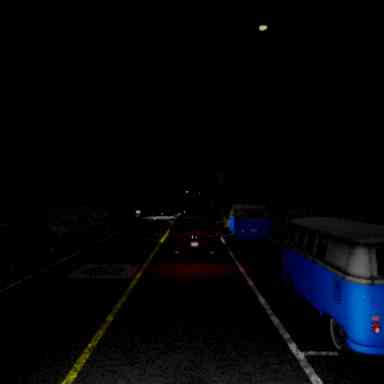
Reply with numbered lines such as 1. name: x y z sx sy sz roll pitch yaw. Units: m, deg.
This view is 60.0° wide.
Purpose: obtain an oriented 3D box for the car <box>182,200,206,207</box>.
1. car: 0.118 1.843 33.646 1.837 1.490 4.892 0 -1 0

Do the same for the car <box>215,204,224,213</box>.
1. car: 2.778 1.749 22.295 1.752 1.417 4.829 0 -1 0

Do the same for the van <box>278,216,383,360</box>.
1. van: 2.768 1.401 5.887 1.690 1.788 3.998 0 -1 0

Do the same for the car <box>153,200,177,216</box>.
1. car: -3.072 1.922 37.207 2.033 1.411 5.357 0 -1 0

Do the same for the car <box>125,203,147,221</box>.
1. car: -5.741 1.860 30.777 2.008 1.369 4.403 0 -1 0

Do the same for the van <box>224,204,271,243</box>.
1. van: 2.775 1.508 16.714 1.690 1.788 3.998 0 -1 0

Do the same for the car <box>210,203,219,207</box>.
1. car: 2.782 1.842 27.537 1.947 1.339 4.313 0 -1 0

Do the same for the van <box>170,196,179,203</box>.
1. van: -5.459 2.324 94.876 1.690 1.788 3.998 0 -1 1

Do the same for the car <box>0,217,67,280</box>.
1. car: -5.755 1.669 10.327 1.947 1.339 4.313 0 -1 0

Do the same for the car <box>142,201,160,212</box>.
1. car: -5.731 2.028 47.109 2.008 1.369 4.403 0 -1 0

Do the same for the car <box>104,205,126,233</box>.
1. car: -5.748 1.760 20.905 2.008 1.369 4.403 0 -1 0

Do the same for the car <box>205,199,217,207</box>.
1. car: 2.791 1.976 42.108 2.008 1.369 4.403 0 -1 0

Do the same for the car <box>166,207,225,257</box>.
1. car: 0.098 1.613 13.596 1.882 1.535 5.008 0 0 0

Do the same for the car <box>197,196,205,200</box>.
1. car: 3.011 2.474 89.281 2.008 1.369 4.403 0 -1 1

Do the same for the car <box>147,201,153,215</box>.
1. car: -5.738 1.910 36.221 1.887 1.381 4.507 0 -1 0

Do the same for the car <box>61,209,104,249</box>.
1. car: -5.751 1.680 15.447 1.752 1.417 4.829 0 -1 0
